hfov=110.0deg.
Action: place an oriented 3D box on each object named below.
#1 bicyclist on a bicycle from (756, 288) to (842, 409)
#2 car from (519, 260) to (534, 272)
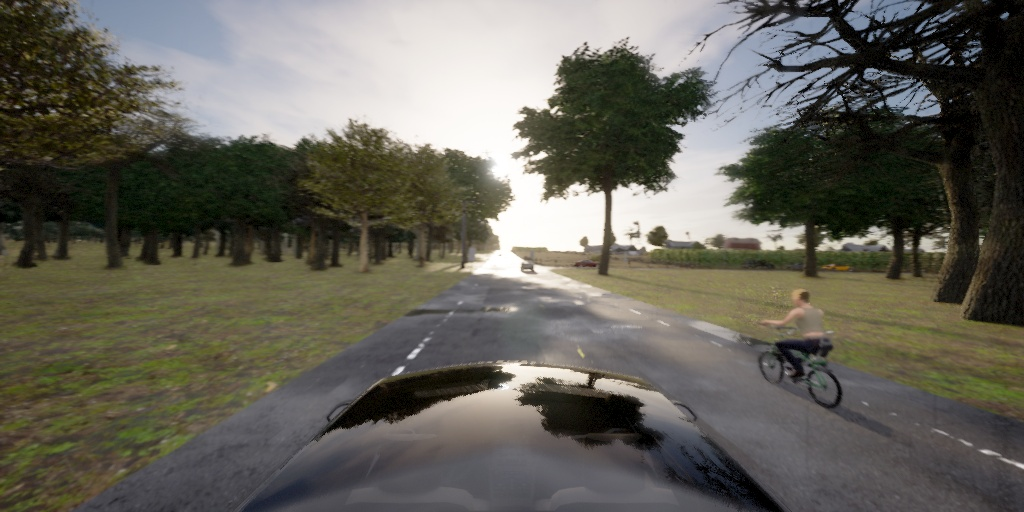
[{"bbox_3d":[4.307,1.293,5.449,0.866,1.612,1.509,1,0,-2],"label":"bicyclist on a bicycle"},{"bbox_3d":[2.048,1.346,49.730,2.128,1.511,4.902,1,0,-2],"label":"car"}]
